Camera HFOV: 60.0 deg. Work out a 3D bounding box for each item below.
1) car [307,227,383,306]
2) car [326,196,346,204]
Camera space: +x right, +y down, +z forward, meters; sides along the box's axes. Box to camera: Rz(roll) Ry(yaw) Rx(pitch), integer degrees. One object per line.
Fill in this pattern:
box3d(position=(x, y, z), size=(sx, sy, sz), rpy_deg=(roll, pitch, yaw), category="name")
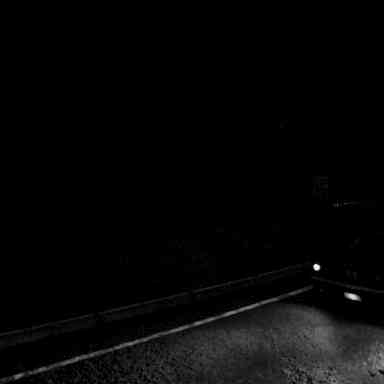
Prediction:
box3d(position=(4.575, 1.521, 7.375), size=(4.718, 1.301, 1.895), rpy_deg=(-2, 1, -39), category="car")
box3d(position=(27.396, 1.504, 63.568), size=(1.812, 1.442, 4.674), rpy_deg=(-6, -2, -6), category="car")
